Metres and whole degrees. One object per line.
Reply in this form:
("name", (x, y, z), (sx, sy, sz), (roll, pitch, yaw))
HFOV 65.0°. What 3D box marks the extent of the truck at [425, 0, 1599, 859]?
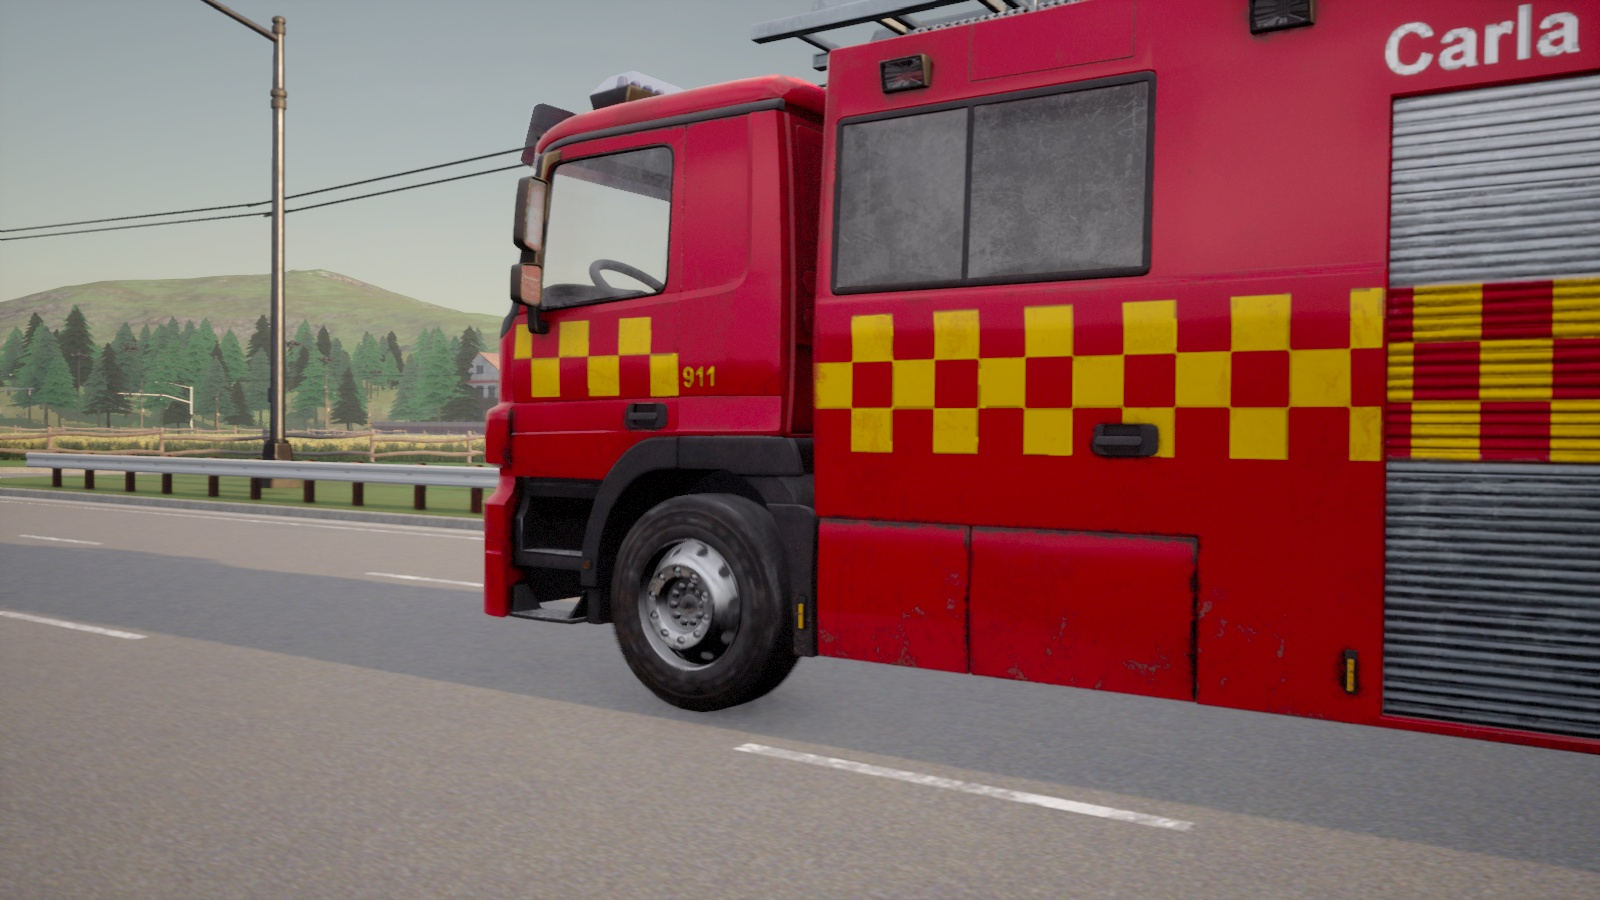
("truck", (2.097, -0.540, 6.409), (8.468, 3.827, 2.891), (0, 1, 34))
